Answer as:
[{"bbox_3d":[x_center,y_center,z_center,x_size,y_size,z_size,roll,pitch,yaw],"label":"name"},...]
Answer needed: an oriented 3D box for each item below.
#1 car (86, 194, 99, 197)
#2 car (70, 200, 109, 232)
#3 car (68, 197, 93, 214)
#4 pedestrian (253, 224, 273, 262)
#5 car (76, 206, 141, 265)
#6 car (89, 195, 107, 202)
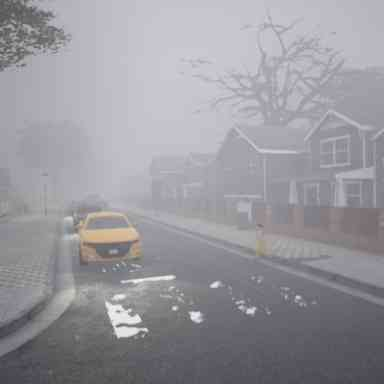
[{"bbox_3d":[-15.676,1.302,52.322,2.150,2.045,5.566,-1,0,-21],"label":"car"},{"bbox_3d":[-6.494,1.535,20.933,1.837,1.490,4.892,-1,1,-21],"label":"car"},{"bbox_3d":[-11.941,1.555,34.956,2.128,1.511,4.902,-1,0,-21],"label":"car"},{"bbox_3d":[2.190,1.532,10.384,0.375,1.300,0.375,-1,0,-21],"label":"pedestrian"},{"bbox_3d":[-3.146,1.500,12.193,1.882,1.535,5.008,-1,0,-19],"label":"car"},{"bbox_3d":[-11.815,1.521,42.552,1.882,1.535,5.008,-1,0,-21],"label":"car"}]
